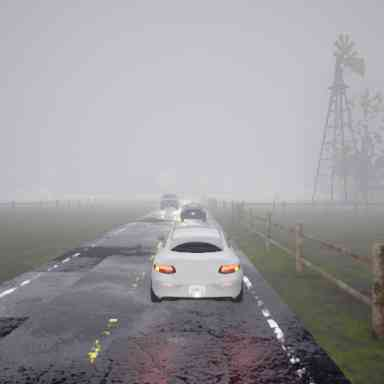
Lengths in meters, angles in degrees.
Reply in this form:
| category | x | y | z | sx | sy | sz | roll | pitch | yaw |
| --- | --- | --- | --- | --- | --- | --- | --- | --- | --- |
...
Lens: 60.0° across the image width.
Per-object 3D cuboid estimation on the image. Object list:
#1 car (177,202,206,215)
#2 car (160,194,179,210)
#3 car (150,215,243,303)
| category | x | y | z | sx | sy | sz | roll | pitch | yaw |
| --- | --- | --- | --- | --- | --- | --- | --- | --- | --- |
| car | 0.099 | 1.556 | 26.384 | 1.994 | 1.385 | 4.181 | 0 | 0 | 0 |
| car | -2.759 | 1.210 | 41.986 | 2.150 | 2.045 | 5.566 | 0 | 0 | 0 |
| car | 0.095 | 1.524 | 8.079 | 1.812 | 1.442 | 4.674 | 0 | 0 | 0 |
